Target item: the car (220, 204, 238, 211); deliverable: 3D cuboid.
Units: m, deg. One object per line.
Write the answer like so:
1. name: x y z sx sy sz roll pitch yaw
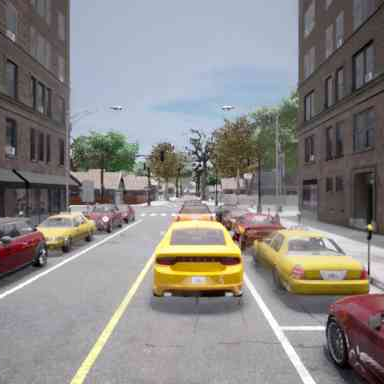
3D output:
1. car: 2.698 1.590 19.432 1.802 1.307 4.206 0 0 0

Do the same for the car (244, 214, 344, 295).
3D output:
1. car: 2.663 1.527 8.566 1.752 1.417 4.829 0 0 0

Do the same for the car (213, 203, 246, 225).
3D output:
1. car: 2.716 1.576 24.950 1.947 1.339 4.313 0 0 0

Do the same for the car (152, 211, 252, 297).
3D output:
1. car: 0.129 1.480 8.612 1.882 1.535 5.008 0 0 0

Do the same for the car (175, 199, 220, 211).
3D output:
1. car: 0.156 1.359 17.794 2.097 1.767 4.553 0 0 0

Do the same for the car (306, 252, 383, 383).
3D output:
1. car: 2.644 1.582 2.877 1.802 1.307 4.206 0 0 0

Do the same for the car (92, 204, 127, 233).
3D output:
1. car: -5.327 1.448 19.456 1.967 1.590 4.097 0 0 0

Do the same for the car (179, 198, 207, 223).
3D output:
1. car: 0.085 1.364 26.636 2.097 1.767 4.553 0 0 0

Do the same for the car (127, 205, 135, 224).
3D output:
1. car: -5.310 1.593 24.975 1.802 1.307 4.206 0 0 0

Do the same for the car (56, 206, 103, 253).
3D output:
1. car: -5.346 1.530 13.767 1.752 1.417 4.829 0 0 0

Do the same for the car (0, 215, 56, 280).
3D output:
1. car: -5.363 1.442 8.418 1.967 1.590 4.097 0 0 0

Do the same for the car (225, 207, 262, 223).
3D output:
1. car: 2.680 1.549 13.914 1.887 1.381 4.507 0 0 0
